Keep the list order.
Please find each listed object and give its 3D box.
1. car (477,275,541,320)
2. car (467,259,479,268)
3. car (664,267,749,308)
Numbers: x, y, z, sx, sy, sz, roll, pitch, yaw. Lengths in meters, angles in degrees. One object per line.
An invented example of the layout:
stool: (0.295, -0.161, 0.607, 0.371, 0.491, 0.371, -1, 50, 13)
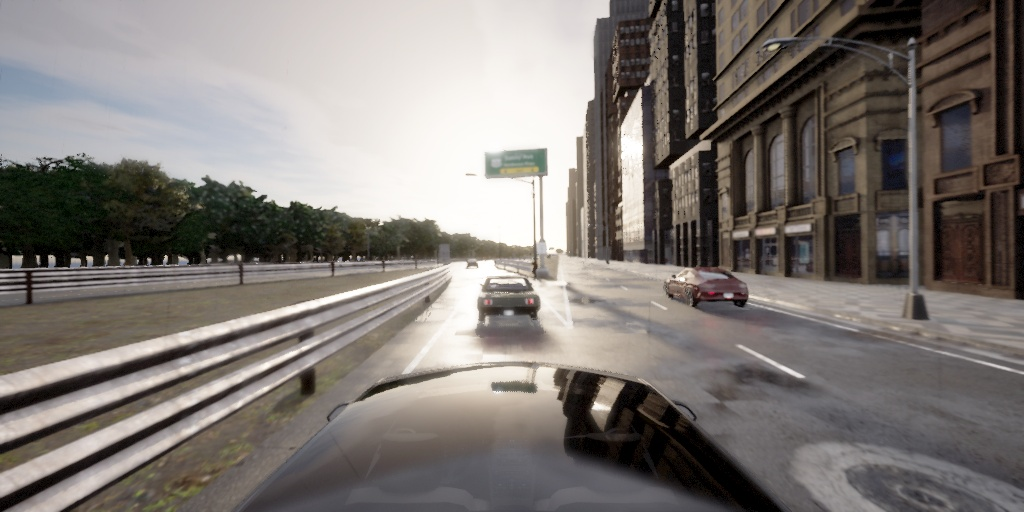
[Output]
car: (-0.192, 1.317, 12.538, 1.895, 1.301, 4.718, 0, 1, -3)
car: (-6.477, 1.237, 59.139, 1.812, 1.442, 4.674, -1, 0, -8)
car: (7.589, 1.154, 14.354, 1.812, 1.442, 4.674, -1, 0, 7)
